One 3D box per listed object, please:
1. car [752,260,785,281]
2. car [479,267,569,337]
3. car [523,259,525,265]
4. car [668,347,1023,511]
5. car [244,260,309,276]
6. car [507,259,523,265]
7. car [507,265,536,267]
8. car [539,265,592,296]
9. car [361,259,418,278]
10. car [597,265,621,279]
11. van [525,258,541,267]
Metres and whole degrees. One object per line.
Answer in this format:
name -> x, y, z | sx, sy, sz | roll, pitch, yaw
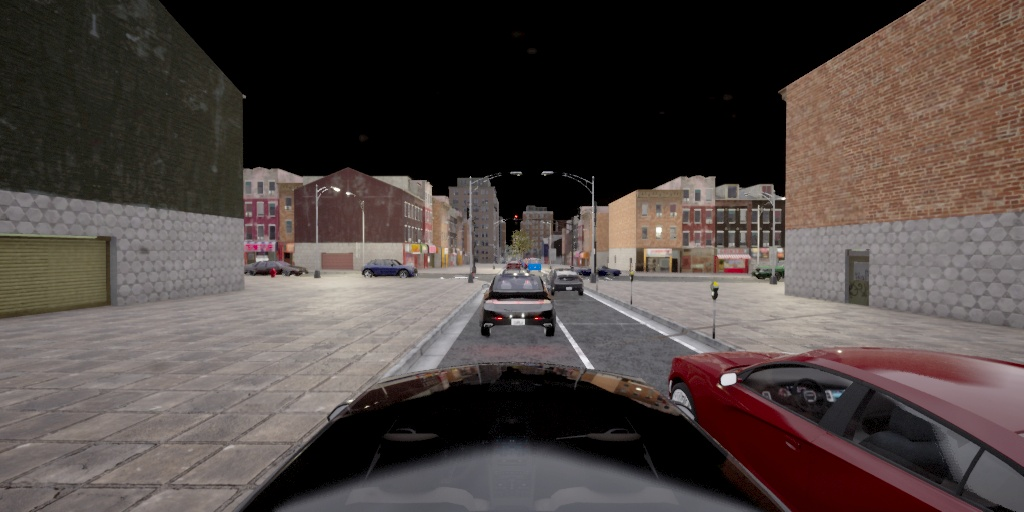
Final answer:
car -> 26.034, 1.355, 34.028 | 5.566, 2.045, 2.150 | 1, 1, 1
car -> 0.147, 1.243, 10.331 | 2.128, 1.511, 4.902 | 0, 0, 0
car -> 2.948, 1.249, 56.775 | 2.192, 1.841, 5.009 | 0, 0, 0
car -> 2.637, 1.294, 2.364 | 1.888, 1.381, 4.507 | 0, 0, 0
car -> -20.887, 1.096, 31.436 | 5.357, 1.411, 2.033 | 1, 1, 0
car -> 0.308, 1.383, 52.142 | 1.882, 1.535, 5.008 | 0, 0, 1
car -> 0.230, 1.369, 20.374 | 1.895, 1.301, 4.718 | 0, 0, 1
car -> 2.734, 1.316, 19.239 | 2.007, 1.370, 4.403 | 0, 0, 0
car -> -10.593, 1.039, 31.366 | 4.553, 1.767, 2.097 | 1, 1, 0
car -> 7.956, 1.487, 34.645 | 4.718, 1.301, 1.895 | 1, 1, 8
van -> 2.887, 1.211, 46.194 | 1.690, 1.789, 3.998 | 0, 0, 0
